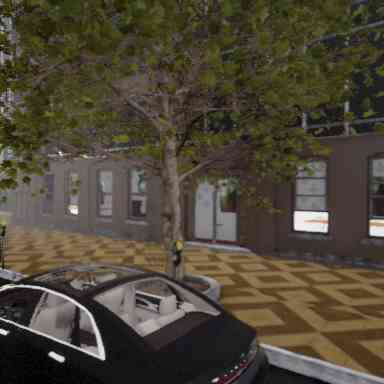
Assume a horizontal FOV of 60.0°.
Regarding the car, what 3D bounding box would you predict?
[{"bbox_3d":[-1.342,1.529,3.831,4.403,1.369,2.008,0,0,35],"label":"car"}]
